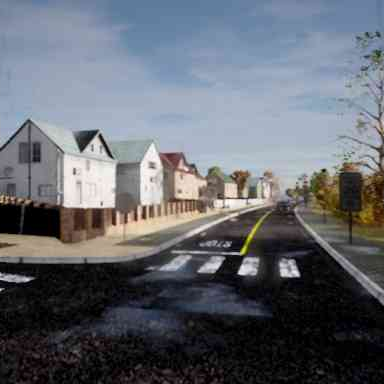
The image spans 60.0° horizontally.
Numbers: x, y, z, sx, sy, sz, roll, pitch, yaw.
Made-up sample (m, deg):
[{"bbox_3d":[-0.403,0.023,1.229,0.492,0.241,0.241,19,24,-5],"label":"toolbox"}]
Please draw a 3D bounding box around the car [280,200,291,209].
[{"bbox_3d":[16.816,2.168,59.632,1.812,1.442,4.674,0,-1,18],"label":"car"}]

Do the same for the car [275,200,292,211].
[{"bbox_3d":[13.023,1.993,47.940,1.837,1.490,4.892,0,-1,18],"label":"car"}]
